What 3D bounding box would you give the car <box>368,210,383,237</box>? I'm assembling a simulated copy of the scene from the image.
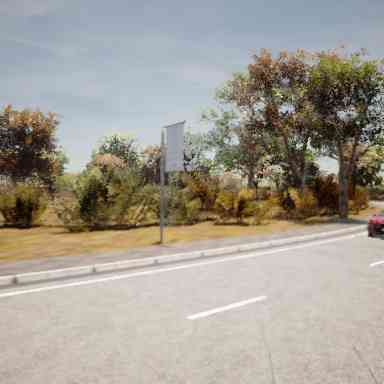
[{"bbox_3d":[11.352,1.628,18.385,1.882,1.535,5.008,0,0,45],"label":"car"}]
